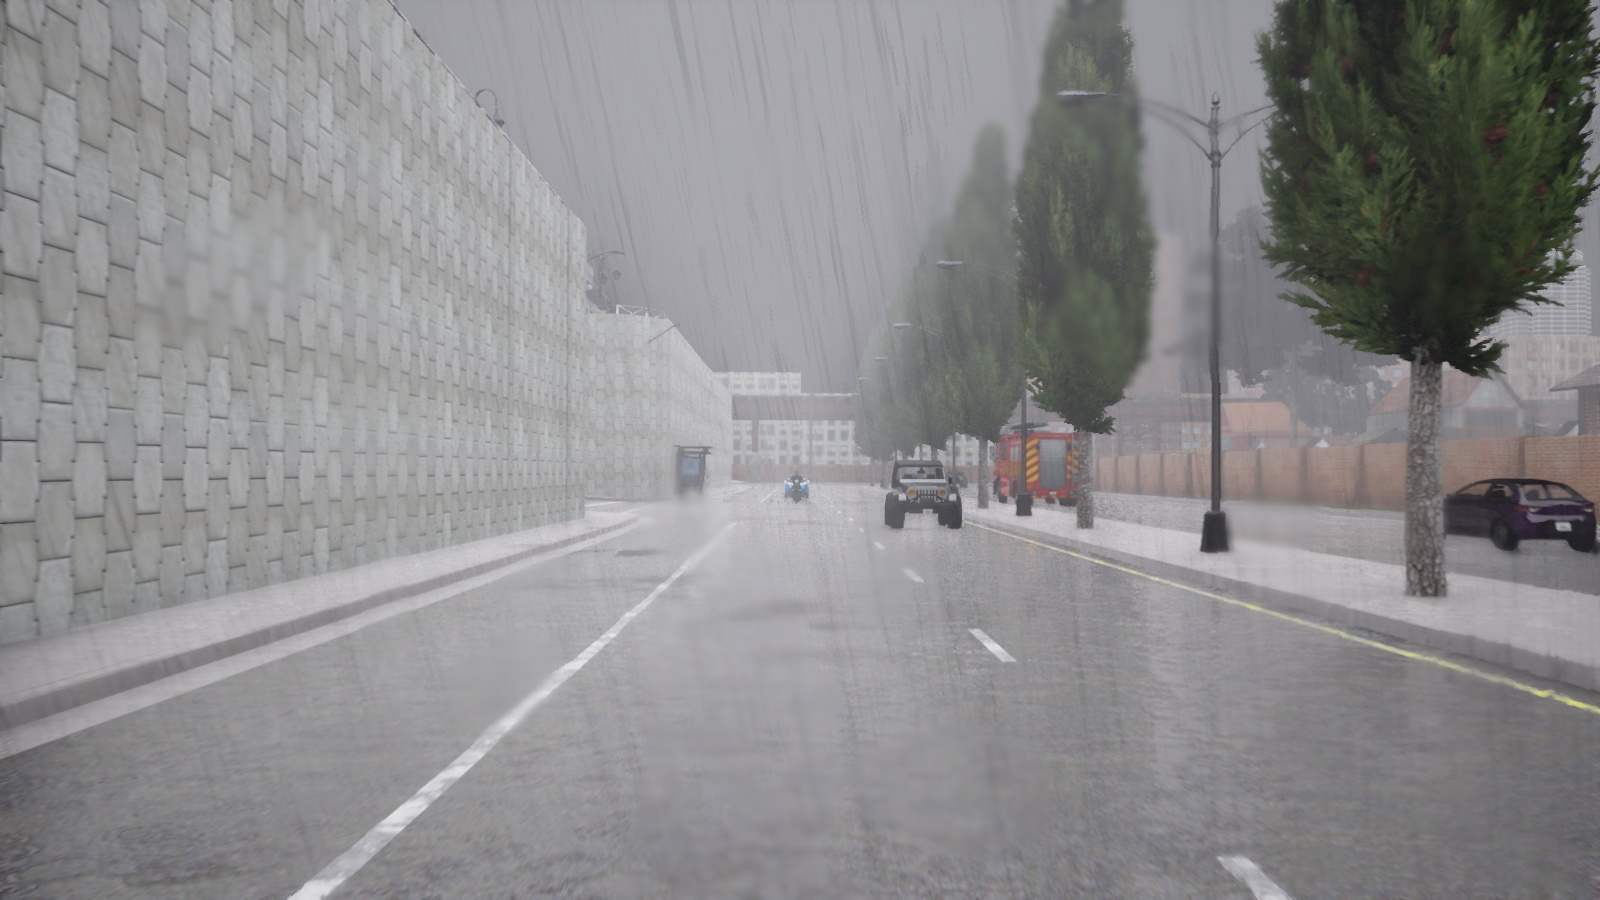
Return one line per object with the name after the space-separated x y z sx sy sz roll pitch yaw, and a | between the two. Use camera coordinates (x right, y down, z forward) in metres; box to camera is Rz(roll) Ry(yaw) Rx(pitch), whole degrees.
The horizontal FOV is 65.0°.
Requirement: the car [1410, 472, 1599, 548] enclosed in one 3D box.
14.935 1.217 26.776 1.816 1.474 4.193 0 -1 0 | car

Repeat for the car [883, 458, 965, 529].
3.414 1.186 35.212 1.905 1.878 3.866 0 -1 0 | car

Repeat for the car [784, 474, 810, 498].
-0.172 2.085 72.577 1.481 1.376 2.207 0 -1 0 | car

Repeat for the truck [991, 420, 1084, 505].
11.348 0.623 60.862 2.891 3.827 8.468 0 -1 0 | truck

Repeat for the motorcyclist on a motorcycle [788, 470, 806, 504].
-0.146 1.779 60.367 0.866 1.590 1.817 0 -1 0 | motorcyclist on a motorcycle
